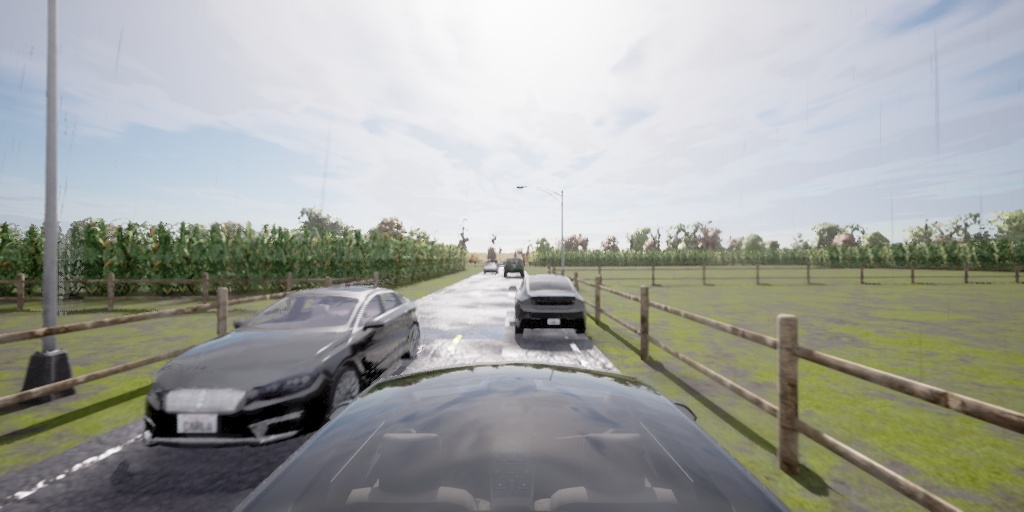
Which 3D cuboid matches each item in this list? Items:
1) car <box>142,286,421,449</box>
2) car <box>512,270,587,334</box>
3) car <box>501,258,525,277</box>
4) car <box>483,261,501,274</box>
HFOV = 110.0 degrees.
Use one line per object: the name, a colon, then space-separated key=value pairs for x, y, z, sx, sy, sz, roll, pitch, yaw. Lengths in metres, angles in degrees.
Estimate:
car: x=-2.837 y=1.271 z=5.698 sx=2.128 sy=1.511 sz=4.902 roll=0 pitch=0 yaw=0
car: x=0.994 y=1.324 z=10.877 sx=1.837 sy=1.490 sz=4.892 roll=0 pitch=0 yaw=0
car: x=0.218 y=1.243 z=39.787 sx=2.150 sy=2.045 sz=5.566 roll=0 pitch=-1 yaw=0
car: x=-2.688 y=1.613 z=46.351 sx=2.033 sy=1.411 sz=5.357 roll=0 pitch=0 yaw=0
